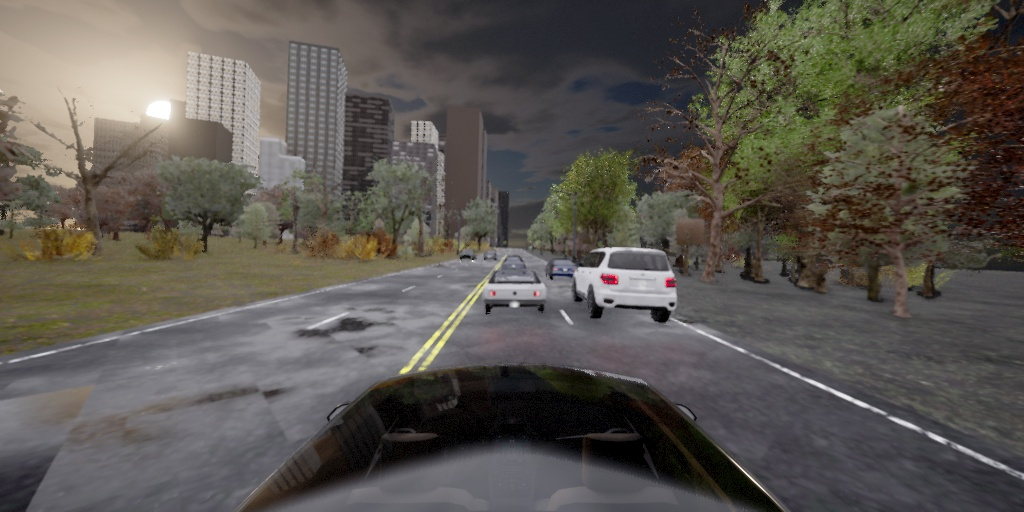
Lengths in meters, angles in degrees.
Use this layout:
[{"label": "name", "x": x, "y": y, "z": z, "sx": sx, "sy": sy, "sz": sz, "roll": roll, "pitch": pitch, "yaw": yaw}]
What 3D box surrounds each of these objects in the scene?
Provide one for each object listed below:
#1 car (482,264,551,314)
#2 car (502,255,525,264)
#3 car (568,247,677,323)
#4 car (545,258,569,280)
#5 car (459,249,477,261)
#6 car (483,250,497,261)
[{"label": "car", "x": 0.094, "y": 1.094, "z": 12.438, "sx": 1.895, "sy": 1.301, "sz": 4.718, "roll": 0, "pitch": 0, "yaw": 0}, {"label": "car", "x": 0.128, "y": 0.642, "z": 29.489, "sx": 1.994, "sy": 1.385, "sz": 4.181, "roll": -1, "pitch": 2, "yaw": 1}, {"label": "car", "x": 3.378, "y": 0.790, "z": 11.739, "sx": 2.150, "sy": 2.045, "sz": 5.566, "roll": 3, "pitch": 0, "yaw": 2}, {"label": "car", "x": 3.359, "y": 0.837, "z": 25.050, "sx": 2.033, "sy": 1.411, "sz": 5.357, "roll": 1, "pitch": 2, "yaw": 1}, {"label": "car", "x": -6.428, "y": -0.289, "z": 52.749, "sx": 2.097, "sy": 1.767, "sz": 4.553, "roll": 2, "pitch": 1, "yaw": 0}, {"label": "car", "x": -3.180, "y": -0.074, "z": 53.220, "sx": 2.128, "sy": 1.511, "sz": 4.902, "roll": 2, "pitch": 1, "yaw": 0}]
